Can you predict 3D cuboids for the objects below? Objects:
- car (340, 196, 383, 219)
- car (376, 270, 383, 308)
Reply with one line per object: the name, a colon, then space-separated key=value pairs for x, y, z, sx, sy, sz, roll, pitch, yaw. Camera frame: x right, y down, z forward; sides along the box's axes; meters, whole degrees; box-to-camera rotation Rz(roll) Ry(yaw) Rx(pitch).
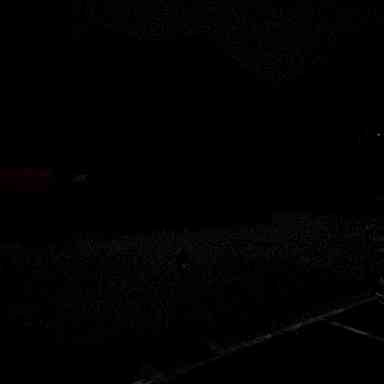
car: x=16.469 y=1.392 z=30.452 sx=2.150 sy=2.045 sz=5.566 roll=0 pitch=0 yaw=-35
car: x=5.359 y=1.552 z=6.601 sx=4.403 sy=1.369 sz=2.008 roll=0 pitch=0 yaw=-35
